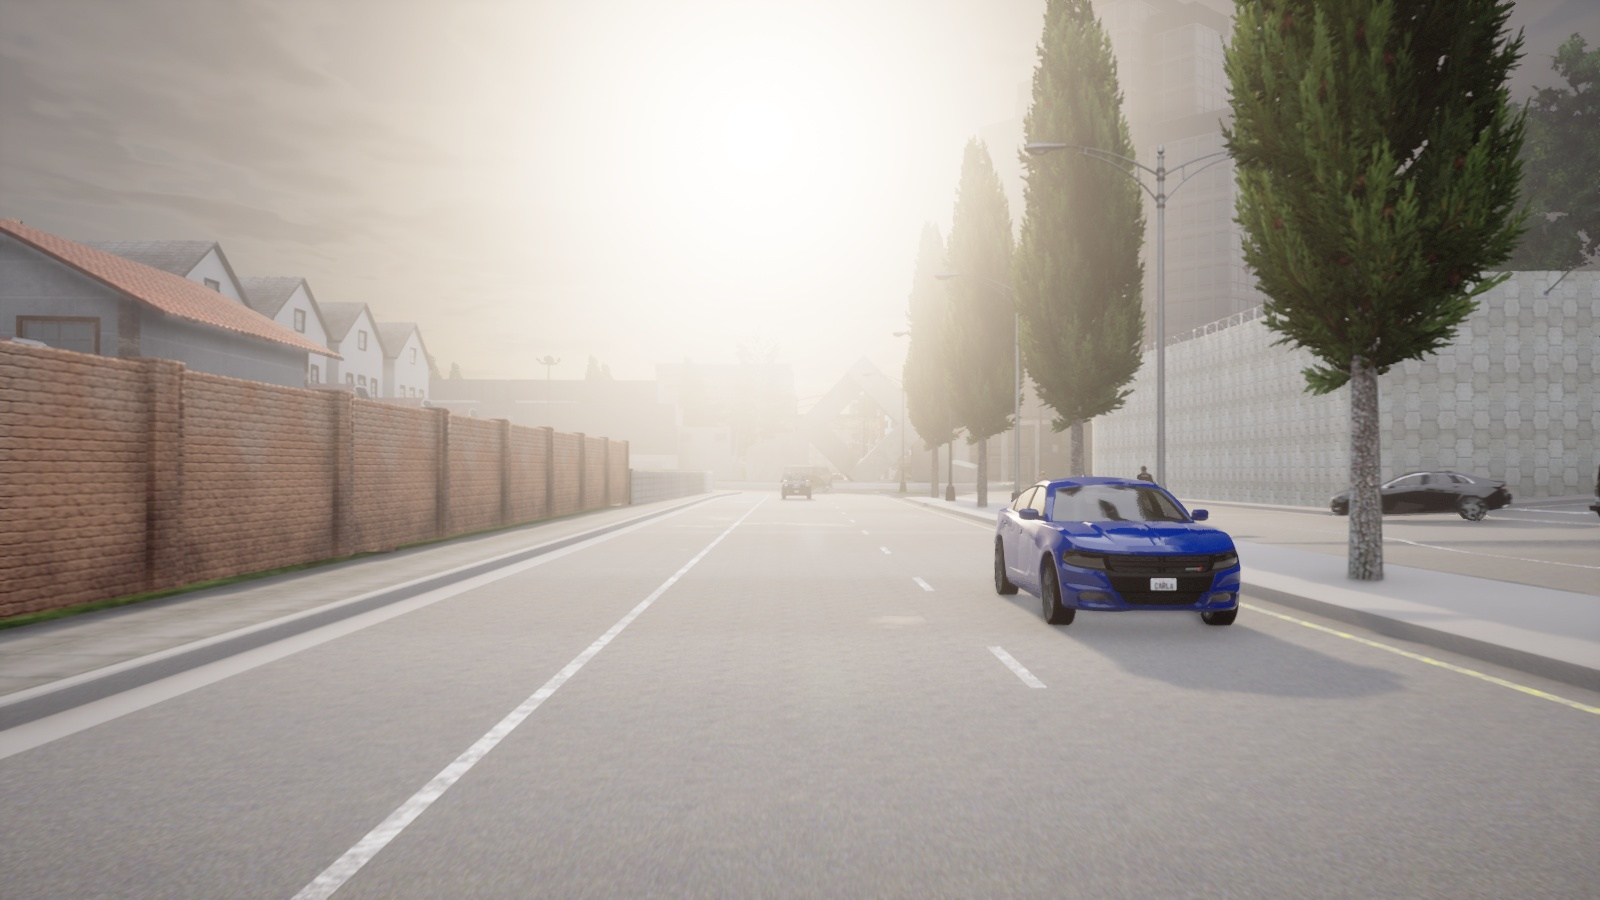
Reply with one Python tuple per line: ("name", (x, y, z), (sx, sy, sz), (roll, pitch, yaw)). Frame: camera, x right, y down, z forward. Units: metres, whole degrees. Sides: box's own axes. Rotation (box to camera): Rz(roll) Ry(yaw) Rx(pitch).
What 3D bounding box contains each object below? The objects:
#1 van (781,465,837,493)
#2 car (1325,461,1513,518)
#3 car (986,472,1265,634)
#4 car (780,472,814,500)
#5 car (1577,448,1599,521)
("van", (0.631, 2.106, 92.089), (1.775, 1.987, 4.442), (1, -1, -37))
("car", (18.564, 1.203, 37.871), (4.902, 1.511, 2.128), (-3, -2, 25))
("car", (3.465, 1.020, 14.448), (1.882, 1.535, 5.008), (0, -1, 0))
("car", (-0.172, 2.009, 70.445), (1.845, 1.501, 3.633), (0, -1, 0))
("car", (22.846, 0.754, 32.815), (3.866, 1.878, 1.905), (-5, -1, -9))
